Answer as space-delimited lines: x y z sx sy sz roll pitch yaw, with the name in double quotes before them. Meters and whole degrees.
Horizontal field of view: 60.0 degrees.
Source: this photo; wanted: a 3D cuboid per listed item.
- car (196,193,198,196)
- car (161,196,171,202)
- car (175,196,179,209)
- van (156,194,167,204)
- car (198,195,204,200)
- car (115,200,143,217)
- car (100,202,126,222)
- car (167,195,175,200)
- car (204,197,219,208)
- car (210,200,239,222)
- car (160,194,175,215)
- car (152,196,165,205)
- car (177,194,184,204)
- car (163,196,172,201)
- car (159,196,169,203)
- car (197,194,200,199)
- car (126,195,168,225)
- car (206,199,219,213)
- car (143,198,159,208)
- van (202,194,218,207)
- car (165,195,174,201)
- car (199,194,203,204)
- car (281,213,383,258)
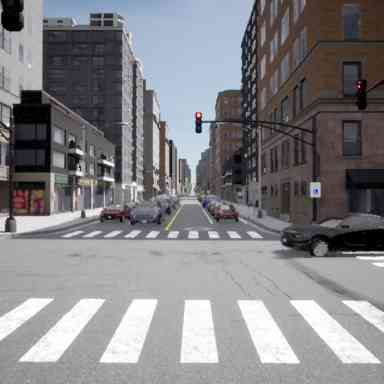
"car" 2.539 1.349 82.754 2.192 1.841 5.009 1 0 0
"car" -5.979 1.582 77.071 2.008 1.369 4.403 1 0 0
"car" -3.157 1.576 43.877 1.994 1.385 4.181 0 0 1
"van" -5.958 1.365 65.725 1.690 1.788 3.998 1 0 0
"car" 2.519 1.565 94.271 1.752 1.417 4.829 1 0 0
"car" -5.902 1.552 31.688 1.887 1.381 4.507 1 0 0
"car" -5.893 1.551 26.015 1.887 1.381 4.507 1 0 0
"car" -6.007 1.585 94.089 1.887 1.381 4.507 1 0 0
"car" 2.613 1.591 37.367 1.802 1.307 4.206 1 0 0
"car" 2.633 1.588 26.020 1.802 1.307 4.206 1 0 0
"car" -3.154 1.360 33.933 2.097 1.767 4.553 0 0 0
"car" -5.949 1.461 60.052 1.967 1.590 4.097 1 0 0
"car" -3.104 1.514 59.534 2.128 1.511 4.902 0 0 0
"car" -5.989 1.600 82.744 1.947 1.339 4.313 1 0 0
"car" -5.969 1.609 71.398 1.802 1.307 4.206 1 0 0
"car" 2.556 1.593 71.407 1.947 1.339 4.313 1 0 0
"car" -3.137 1.358 24.112 2.097 1.767 4.553 0 0 0
"car" 2.623 1.589 31.694 1.802 1.307 4.206 1 0 0
"car" -5.931 1.596 48.707 1.802 1.307 4.206 1 0 0
"van" 2.606 1.353 43.041 1.690 1.788 3.998 1 0 0
"car" -5.998 1.603 88.417 1.947 1.339 4.313 1 0 0
"car" 2.597 1.329 48.714 2.192 1.841 5.009 1 0 0
"car" 5.927 1.551 12.703 5.008 1.535 1.882 1 -1 -8
